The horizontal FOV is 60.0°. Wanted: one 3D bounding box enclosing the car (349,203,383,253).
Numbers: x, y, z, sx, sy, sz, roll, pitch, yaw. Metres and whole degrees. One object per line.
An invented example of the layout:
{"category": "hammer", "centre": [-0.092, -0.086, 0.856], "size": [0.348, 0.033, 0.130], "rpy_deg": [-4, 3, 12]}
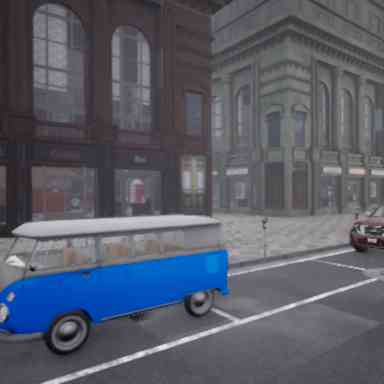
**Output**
{"category": "car", "centre": [7.957, 1.259, 12.389], "size": [5.009, 1.841, 2.192], "rpy_deg": [0, 0, -36]}

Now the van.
{"category": "van", "centre": [-1.193, 1.339, 5.805], "size": [3.998, 1.788, 1.690], "rpy_deg": [0, 0, -36]}
